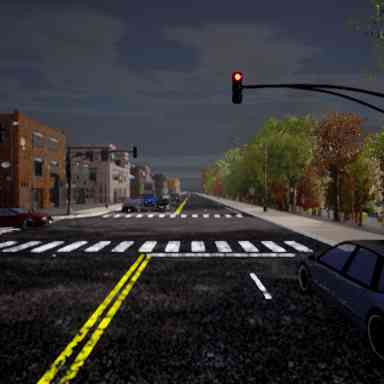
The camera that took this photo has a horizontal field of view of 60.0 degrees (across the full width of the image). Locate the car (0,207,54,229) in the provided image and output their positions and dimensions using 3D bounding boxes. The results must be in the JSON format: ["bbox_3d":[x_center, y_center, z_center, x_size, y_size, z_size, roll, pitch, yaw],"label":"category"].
[{"bbox_3d":[-11.780,1.667,21.103,5.357,1.411,2.033,-3,0,-8],"label":"car"}]

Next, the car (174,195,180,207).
[{"bbox_3d":[-3.333,1.538,49.468,1.994,1.385,4.181,0,0,1],"label":"car"}]

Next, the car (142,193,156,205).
[{"bbox_3d":[-6.584,1.197,50.726,2.150,2.045,5.566,0,0,0],"label":"car"}]

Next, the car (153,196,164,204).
[{"bbox_3d":[-6.551,1.493,65.469,1.812,1.442,4.674,0,0,0],"label":"car"}]

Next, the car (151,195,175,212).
[{"bbox_3d":[-3.324,1.483,38.827,1.837,1.490,4.892,0,0,0],"label":"car"}]

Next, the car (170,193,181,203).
[{"bbox_3d":[-3.308,1.191,64.868,2.150,2.045,5.566,0,0,0],"label":"car"}]

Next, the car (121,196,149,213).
[{"bbox_3d":[-6.578,1.527,37.530,2.033,1.411,5.357,0,0,0],"label":"car"}]

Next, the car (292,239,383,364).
[{"bbox_3d":[3.357,1.544,5.717,2.033,1.411,5.357,0,0,0],"label":"car"}]
